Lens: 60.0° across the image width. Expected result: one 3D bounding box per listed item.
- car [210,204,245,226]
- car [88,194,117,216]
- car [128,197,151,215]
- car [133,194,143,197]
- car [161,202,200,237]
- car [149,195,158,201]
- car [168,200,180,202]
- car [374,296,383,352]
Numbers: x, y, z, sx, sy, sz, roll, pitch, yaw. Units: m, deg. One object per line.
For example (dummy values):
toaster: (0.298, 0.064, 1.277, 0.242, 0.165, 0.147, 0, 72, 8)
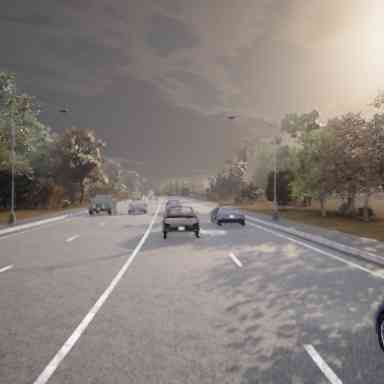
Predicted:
car: (2.479, 1.577, 23.854, 1.994, 1.385, 4.181, 0, 0, -4)
car: (-9.022, 1.258, 34.090, 2.150, 2.045, 5.566, 0, 0, -5)
car: (-5.532, 1.558, 34.401, 1.812, 1.442, 4.674, 0, 0, -4)
car: (-12.224, 1.323, 75.343, 1.837, 1.490, 4.892, 0, 0, -5)
car: (-0.638, 1.505, 18.078, 2.128, 1.511, 4.902, 0, 0, -3)
car: (-8.735, 1.343, 75.622, 2.128, 1.511, 4.902, 0, 0, -5)
car: (-1.985, 1.576, 36.368, 2.033, 1.411, 5.357, 0, 0, -5)
car: (3.505, 1.521, 2.763, 1.812, 1.442, 4.674, 0, 0, -1)
